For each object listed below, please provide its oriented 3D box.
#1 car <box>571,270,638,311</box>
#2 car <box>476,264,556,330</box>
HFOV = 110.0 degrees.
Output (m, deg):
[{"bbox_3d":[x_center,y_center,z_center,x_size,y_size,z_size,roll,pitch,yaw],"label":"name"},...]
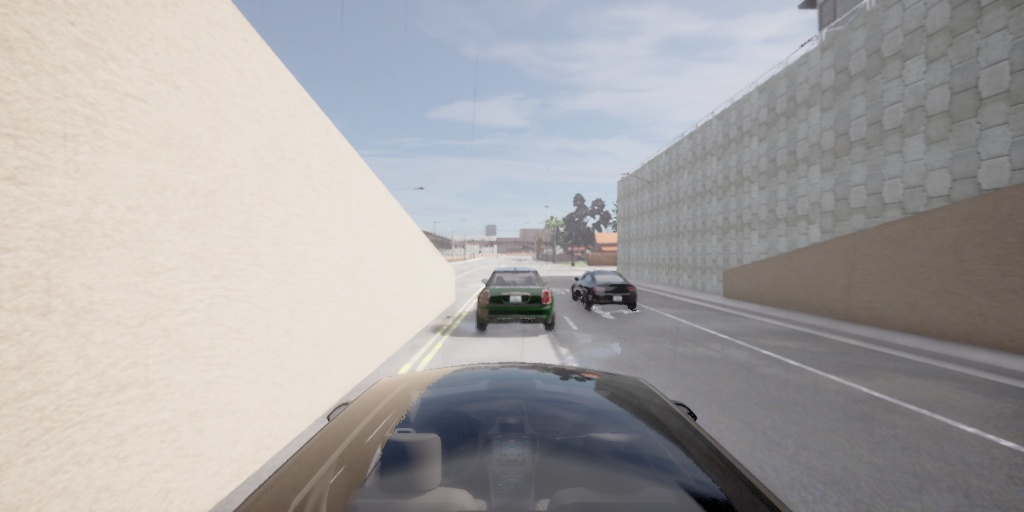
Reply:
[{"bbox_3d":[3.583,1.280,14.459,1.812,1.442,4.674,0,0,0],"label":"car"},{"bbox_3d":[0.093,1.107,11.221,2.097,1.767,4.553,0,0,0],"label":"car"}]
